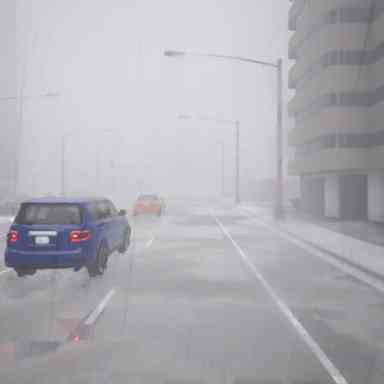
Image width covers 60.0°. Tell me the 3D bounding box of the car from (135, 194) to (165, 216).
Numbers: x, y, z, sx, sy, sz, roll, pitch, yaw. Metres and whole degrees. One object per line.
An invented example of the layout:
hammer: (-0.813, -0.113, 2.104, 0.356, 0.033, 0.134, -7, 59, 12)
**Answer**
car: (-3.400, 0.946, 27.018, 2.097, 1.767, 4.553, 0, 1, 0)

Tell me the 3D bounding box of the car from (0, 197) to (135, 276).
car: (-3.399, 1.154, 10.232, 2.150, 2.045, 5.566, 0, 1, 0)

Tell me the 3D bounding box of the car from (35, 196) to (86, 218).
car: (-10.598, 1.134, 27.351, 2.033, 1.411, 5.357, 0, 1, 0)
